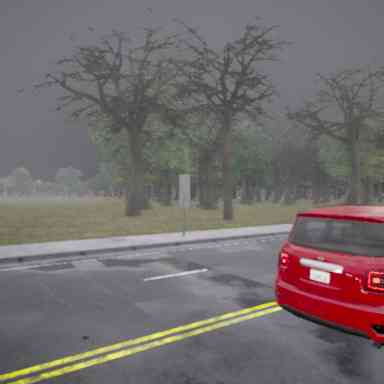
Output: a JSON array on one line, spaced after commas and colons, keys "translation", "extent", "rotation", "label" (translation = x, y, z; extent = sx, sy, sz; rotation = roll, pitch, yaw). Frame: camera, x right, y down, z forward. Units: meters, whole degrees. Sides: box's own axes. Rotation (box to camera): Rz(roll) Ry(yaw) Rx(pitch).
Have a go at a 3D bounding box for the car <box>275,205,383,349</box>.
[{"translation": [3.954, 1.262, 6.138], "extent": [5.566, 2.045, 2.150], "rotation": [0, 0, -35], "label": "car"}]
